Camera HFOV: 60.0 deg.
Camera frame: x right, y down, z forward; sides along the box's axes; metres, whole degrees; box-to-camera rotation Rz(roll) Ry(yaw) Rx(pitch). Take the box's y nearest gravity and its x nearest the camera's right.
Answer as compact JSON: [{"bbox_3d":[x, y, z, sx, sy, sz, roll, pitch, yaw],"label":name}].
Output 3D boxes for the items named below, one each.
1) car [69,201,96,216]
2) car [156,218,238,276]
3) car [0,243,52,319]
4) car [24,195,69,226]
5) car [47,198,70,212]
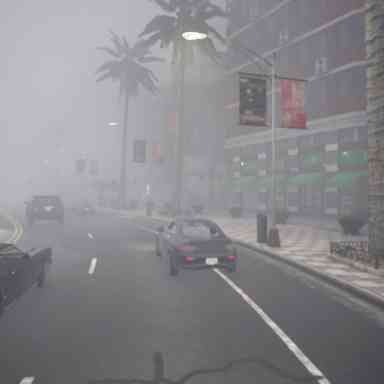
[{"bbox_3d":[-11.014,1.572,32.562,1.994,1.385,4.181,0,0,-38],"label":"car"},{"bbox_3d":[-0.021,1.528,10.398,1.812,1.442,4.674,0,0,-13],"label":"car"},{"bbox_3d":[-4.114,1.603,6.244,1.895,1.301,4.718,0,0,-9],"label":"car"},{"bbox_3d":[-10.600,1.229,23.806,2.150,2.045,5.566,0,0,-30],"label":"car"},{"bbox_3d":[-15.995,1.535,39.747,1.812,1.442,4.674,0,0,-32],"label":"car"}]
